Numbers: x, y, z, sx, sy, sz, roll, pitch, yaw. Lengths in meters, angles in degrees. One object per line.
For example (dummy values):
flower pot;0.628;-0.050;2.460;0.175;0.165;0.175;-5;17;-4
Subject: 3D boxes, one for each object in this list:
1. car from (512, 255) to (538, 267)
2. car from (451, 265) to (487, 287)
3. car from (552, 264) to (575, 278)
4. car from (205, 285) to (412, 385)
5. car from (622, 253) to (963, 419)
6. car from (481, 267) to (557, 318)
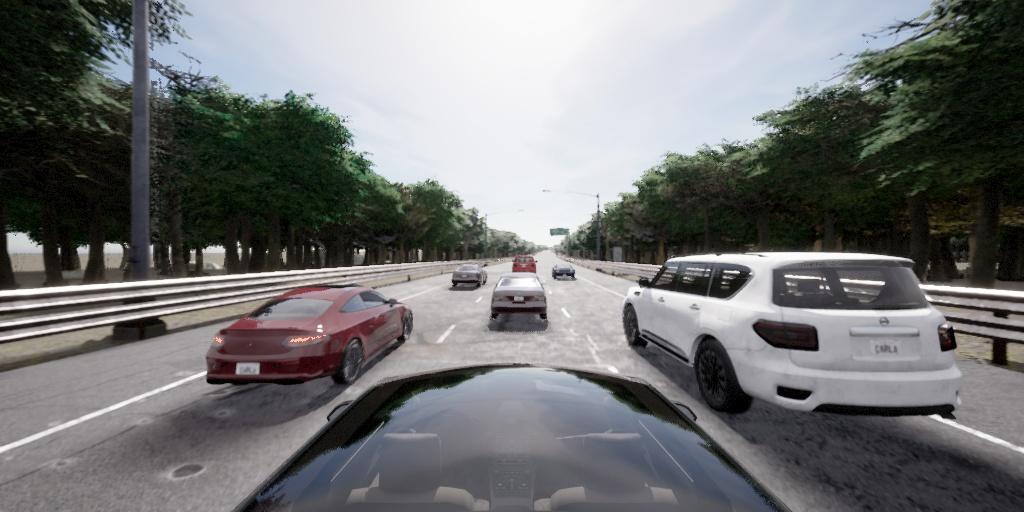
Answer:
car;1.194;0.972;33.321;2.150;2.045;5.566;0;0;4
car;-2.817;1.294;24.532;2.033;1.411;5.357;0;0;3
car;4.692;1.355;33.188;1.895;1.301;4.718;0;0;4
car;-3.350;1.273;6.877;1.812;1.442;4.674;0;0;0
car;3.648;0.974;6.157;2.150;2.045;5.566;0;0;1
car;0.264;1.297;13.010;2.033;1.411;5.357;0;0;1
